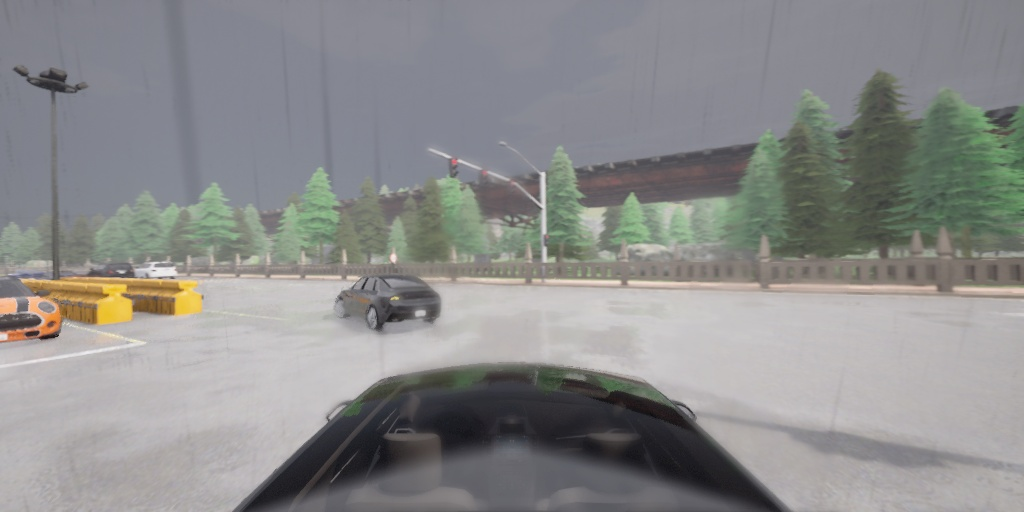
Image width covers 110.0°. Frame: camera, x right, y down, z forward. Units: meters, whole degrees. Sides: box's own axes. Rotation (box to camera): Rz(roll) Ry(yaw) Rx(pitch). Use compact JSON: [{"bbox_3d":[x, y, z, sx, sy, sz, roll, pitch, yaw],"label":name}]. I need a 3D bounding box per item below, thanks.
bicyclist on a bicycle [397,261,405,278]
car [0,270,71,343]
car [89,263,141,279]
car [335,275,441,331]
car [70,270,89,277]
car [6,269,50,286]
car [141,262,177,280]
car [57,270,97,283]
[{"bbox_3d":[-10.160,1.265,32.280,0.582,1.620,1.656,-1,0,28],"label":"bicyclist on a bicycle"},{"bbox_3d":[-13.972,1.355,9.396,4.553,1.767,2.097,-1,0,28],"label":"car"},{"bbox_3d":[-38.939,1.690,34.852,5.566,2.045,2.150,-1,0,28],"label":"car"},{"bbox_3d":[-4.092,1.338,11.508,1.837,1.490,4.892,1,-2,-42],"label":"car"},{"bbox_3d":[-39.236,2.017,31.046,5.357,1.411,2.033,-1,0,28],"label":"car"},{"bbox_3d":[-48.377,2.112,35.814,5.008,1.535,1.882,-1,0,28],"label":"car"},{"bbox_3d":[-38.224,1.682,38.365,5.566,2.045,2.150,-1,0,28],"label":"car"},{"bbox_3d":[-48.233,2.237,39.709,4.718,1.301,1.895,-1,0,28],"label":"car"}]
